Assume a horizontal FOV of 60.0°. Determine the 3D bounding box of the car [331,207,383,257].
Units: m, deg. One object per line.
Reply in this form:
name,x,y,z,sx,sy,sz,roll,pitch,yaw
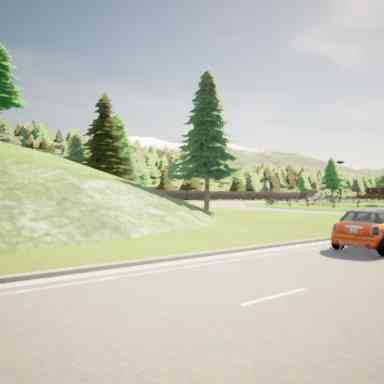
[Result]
car,7.803,1.481,13.728,4.553,1.767,2.097,1,-1,-35
